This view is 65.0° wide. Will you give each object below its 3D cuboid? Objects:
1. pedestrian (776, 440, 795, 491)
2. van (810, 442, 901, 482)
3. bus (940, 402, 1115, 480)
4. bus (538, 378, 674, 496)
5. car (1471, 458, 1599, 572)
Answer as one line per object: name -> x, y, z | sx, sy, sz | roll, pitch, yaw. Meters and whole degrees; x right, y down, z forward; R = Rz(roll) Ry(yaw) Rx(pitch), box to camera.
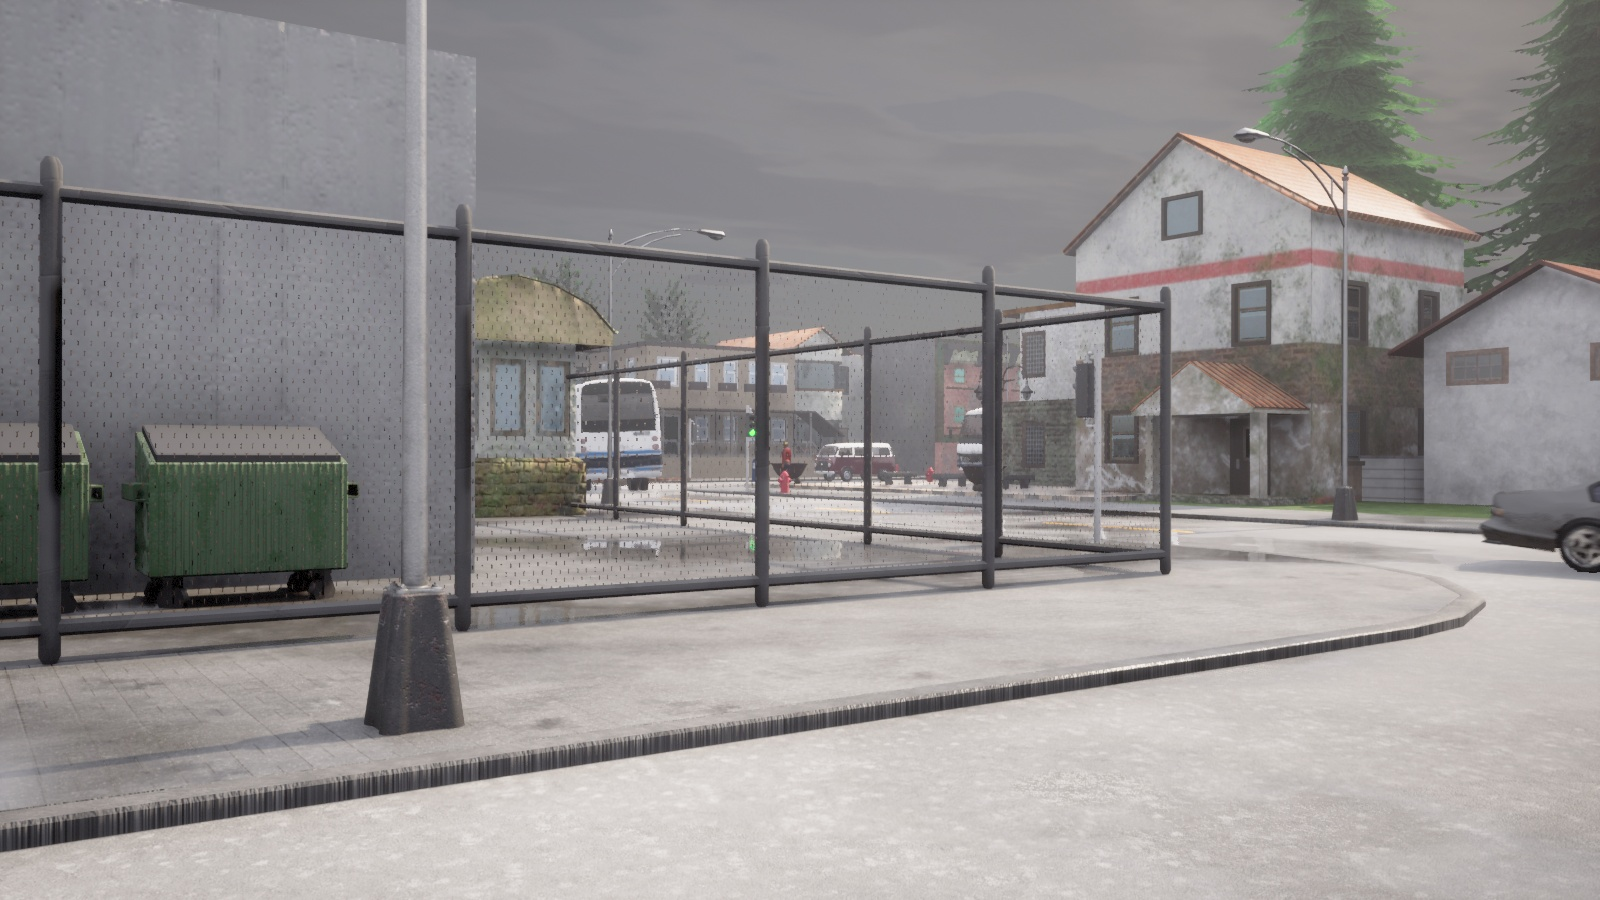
pedestrian -> -0.533, 0.564, 46.224 | 0.636, 1.846, 0.331 | 0, 0, 39
van -> 2.929, 0.624, 66.090 | 4.480, 2.038, 2.069 | 0, 0, -35
bus -> 13.354, -0.481, 73.223 | 10.273, 4.253, 3.944 | 0, 0, -35
bus -> -8.232, -0.487, 51.778 | 3.944, 4.253, 10.273 | -3, 0, -17
car -> 11.500, 0.806, 15.451 | 5.357, 1.411, 2.033 | 0, 0, 45
